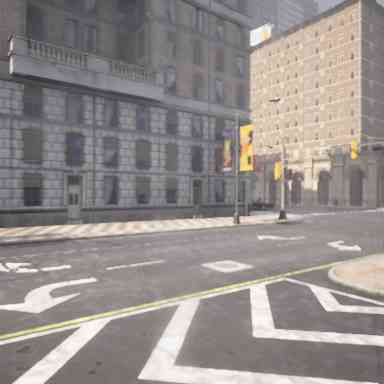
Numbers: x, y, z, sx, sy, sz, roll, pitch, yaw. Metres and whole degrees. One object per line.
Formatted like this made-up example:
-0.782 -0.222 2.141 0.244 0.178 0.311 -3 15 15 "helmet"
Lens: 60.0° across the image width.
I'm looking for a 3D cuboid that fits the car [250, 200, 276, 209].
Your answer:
9.927 1.784 48.587 1.895 1.301 4.718 0 0 -36 "car"
